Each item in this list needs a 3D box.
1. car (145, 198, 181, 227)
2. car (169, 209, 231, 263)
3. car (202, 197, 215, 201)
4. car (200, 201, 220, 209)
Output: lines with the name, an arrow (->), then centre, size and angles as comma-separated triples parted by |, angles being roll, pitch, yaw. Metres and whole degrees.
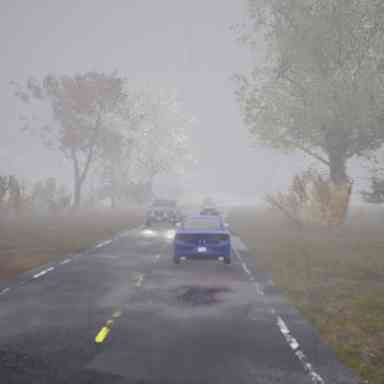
car -> -2.085, 1.512, 25.723 | 2.150, 2.045, 5.566 | 0, -1, 4
car -> 0.393, 1.619, 12.588 | 1.882, 1.535, 5.008 | 0, 0, 2
car -> 3.234, 1.957, 66.089 | 2.150, 2.045, 5.566 | 0, -1, 10
car -> 1.788, 1.906, 33.448 | 1.812, 1.442, 4.674 | 0, -1, 5
